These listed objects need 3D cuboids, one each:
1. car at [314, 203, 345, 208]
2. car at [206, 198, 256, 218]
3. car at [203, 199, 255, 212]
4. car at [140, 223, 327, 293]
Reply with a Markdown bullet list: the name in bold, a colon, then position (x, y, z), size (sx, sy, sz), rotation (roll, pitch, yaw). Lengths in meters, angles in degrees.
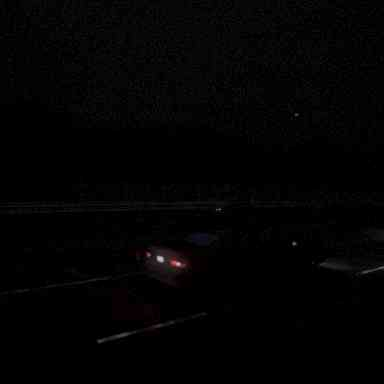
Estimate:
- **car**: position (12.043, 1.700, 29.336), size (5.357, 1.411, 2.033), rotation (1, 0, -34)
- **car**: position (3.793, 1.463, 32.196), size (4.553, 1.767, 2.097), rotation (0, 0, -34)
- **car**: position (3.071, 1.442, 27.458), size (4.553, 1.767, 2.097), rotation (0, 0, -34)
- **car**: position (1.335, 1.574, 8.952), size (5.357, 1.411, 2.033), rotation (0, 0, -35)
